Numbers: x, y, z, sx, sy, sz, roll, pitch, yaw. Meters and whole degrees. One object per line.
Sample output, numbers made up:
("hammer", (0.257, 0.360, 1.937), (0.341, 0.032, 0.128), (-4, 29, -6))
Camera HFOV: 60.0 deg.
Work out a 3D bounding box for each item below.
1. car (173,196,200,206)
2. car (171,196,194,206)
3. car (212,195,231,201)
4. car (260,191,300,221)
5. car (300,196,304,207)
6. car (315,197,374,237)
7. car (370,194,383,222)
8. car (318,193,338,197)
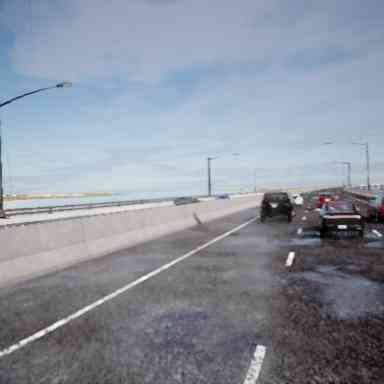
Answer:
("car", (-0.465, 1.466, 46.389), (2.033, 1.411, 5.357), (-2, 0, 21))
("car", (-1.431, 1.436, 53.649), (1.837, 1.490, 4.892), (-2, 0, 21))
("car", (4.375, 1.228, 49.258), (1.882, 1.535, 5.008), (-2, 0, 21))
("car", (6.331, 0.967, 24.218), (2.150, 2.045, 5.566), (-2, 0, 21))
("car", (12.633, 1.024, 40.992), (1.812, 1.442, 4.674), (-2, 0, 21))
("car", (7.153, 1.225, 16.272), (2.128, 1.511, 4.902), (-2, 0, 20))
("car", (12.808, 0.890, 21.495), (2.097, 1.767, 4.553), (-2, 0, 20))
("car", (13.668, 0.834, 33.796), (2.097, 1.767, 4.553), (-2, 0, 21))
